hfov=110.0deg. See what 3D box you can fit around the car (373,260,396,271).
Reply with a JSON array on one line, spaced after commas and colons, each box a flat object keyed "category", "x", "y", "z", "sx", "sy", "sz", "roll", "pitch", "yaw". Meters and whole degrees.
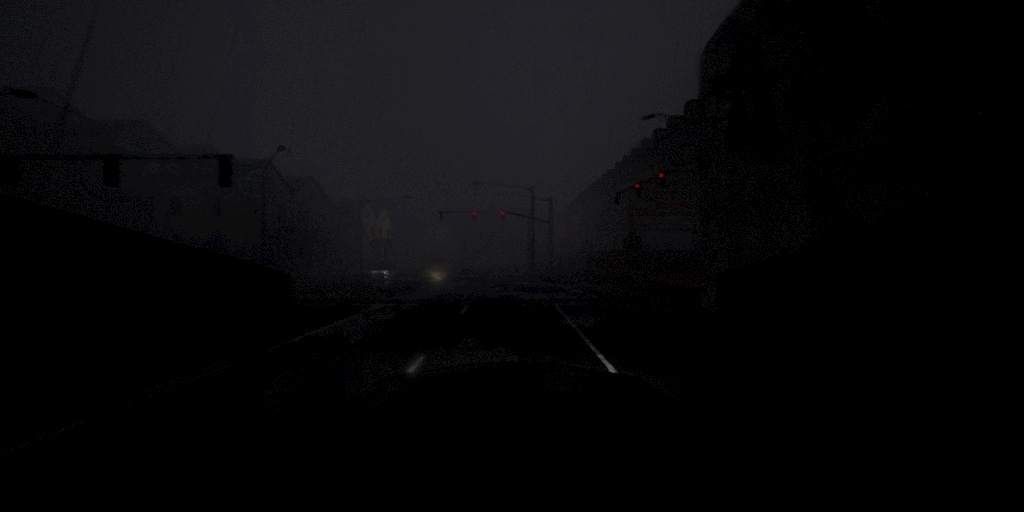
[{"category": "car", "x": -17.162, "y": 1.270, "z": 48.678, "sx": 1.812, "sy": 1.442, "sz": 4.674, "roll": 0, "pitch": 1, "yaw": 1}]
